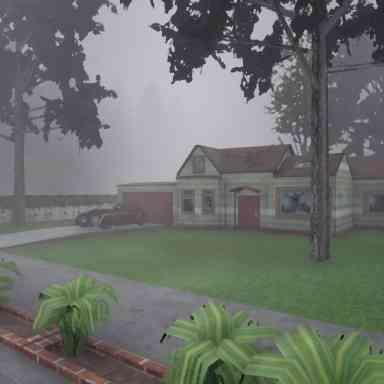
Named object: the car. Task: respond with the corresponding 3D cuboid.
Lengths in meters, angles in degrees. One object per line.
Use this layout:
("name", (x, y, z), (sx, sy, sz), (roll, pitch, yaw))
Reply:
("car", (-4.458, 1.300, 18.838), (1.994, 1.381, 4.181), (0, 0, 36))
